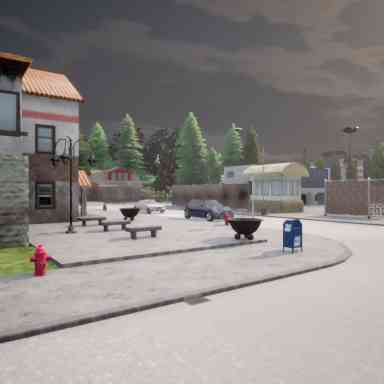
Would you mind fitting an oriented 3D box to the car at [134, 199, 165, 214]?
[{"bbox_3d":[-4.615,1.526,35.374,1.812,1.442,4.674,0,0,-35],"label":"car"}]

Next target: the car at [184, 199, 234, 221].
[{"bbox_3d":[1.309,1.352,27.020,2.097,1.767,4.553,0,0,-35],"label":"car"}]
